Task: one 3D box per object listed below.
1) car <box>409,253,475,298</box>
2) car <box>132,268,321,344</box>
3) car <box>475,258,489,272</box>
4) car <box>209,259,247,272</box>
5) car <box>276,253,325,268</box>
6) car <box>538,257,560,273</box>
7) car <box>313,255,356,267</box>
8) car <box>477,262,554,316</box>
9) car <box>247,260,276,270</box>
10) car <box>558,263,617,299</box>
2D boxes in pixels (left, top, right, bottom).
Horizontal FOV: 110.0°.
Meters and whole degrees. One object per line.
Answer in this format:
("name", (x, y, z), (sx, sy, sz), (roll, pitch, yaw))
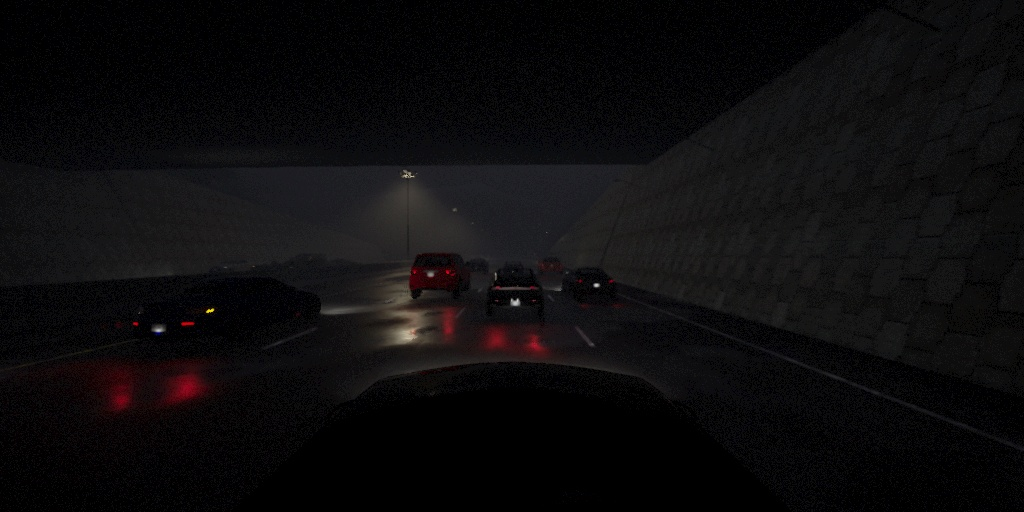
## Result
("car", (-3.381, 0.856, 17.682), (2.150, 2.045, 5.566), (0, 0, 0))
("car", (-6.912, 1.221, 9.315), (1.812, 1.442, 4.674), (0, 0, 0))
("car", (-3.370, 0.980, 35.964), (1.882, 1.535, 5.008), (0, 0, 0))
("car", (-28.054, 1.027, 36.270), (1.812, 1.442, 4.674), (0, 0, 0))
("car", (-21.055, 0.719, 36.841), (2.150, 2.045, 5.566), (0, 0, 0))
("car", (3.629, 0.862, 34.718), (2.097, 1.767, 4.553), (0, 0, 0))
("car", (-17.557, 0.978, 36.330), (1.882, 1.535, 5.008), (0, 0, 0))
("car", (0.104, 1.160, 12.996), (2.128, 1.511, 4.902), (0, 0, 0))
("car", (-24.556, 1.095, 37.184), (1.895, 1.301, 4.718), (0, 0, 0))
("car", (3.607, 1.201, 17.296), (1.994, 1.385, 4.181), (0, 0, 0))
